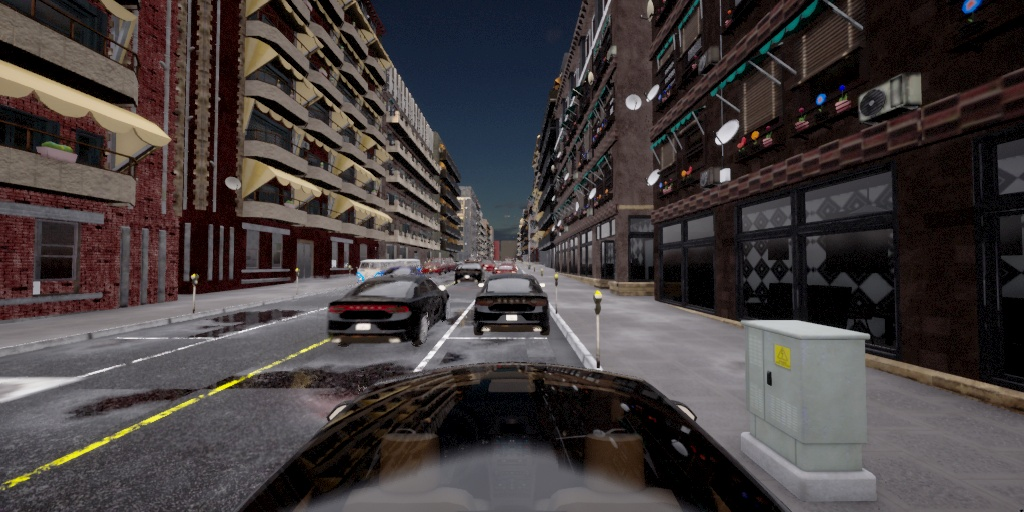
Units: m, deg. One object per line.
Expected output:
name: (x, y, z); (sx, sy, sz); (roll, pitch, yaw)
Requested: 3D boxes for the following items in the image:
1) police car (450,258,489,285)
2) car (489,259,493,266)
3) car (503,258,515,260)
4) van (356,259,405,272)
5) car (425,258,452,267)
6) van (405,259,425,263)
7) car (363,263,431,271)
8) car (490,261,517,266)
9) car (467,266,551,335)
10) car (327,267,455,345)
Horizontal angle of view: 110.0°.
police car: (-3.021, 1.199, 26.766); (1.930, 1.638, 5.238); (0, 0, 0)
car: (-2.924, 1.160, 42.710); (2.097, 1.767, 4.553); (0, 0, 0)
car: (-0.447, 1.240, 39.134); (1.967, 1.591, 4.097); (0, 0, 0)
van: (-8.336, 1.108, 22.602); (1.690, 1.789, 3.998); (0, 0, 0)
car: (-8.337, 1.115, 39.194); (2.192, 1.841, 5.009); (0, 0, 0)
van: (-8.336, 1.118, 28.134); (1.690, 1.789, 3.998); (0, 0, 0)
car: (-5.870, 1.288, 18.954); (1.812, 1.442, 4.674); (0, 0, 0)
car: (-0.453, 1.322, 28.072); (1.888, 1.381, 4.507); (0, 0, 0)
car: (-0.006, 1.232, 10.503); (1.882, 1.535, 5.008); (0, 0, 0)
car: (-2.923, 1.232, 9.513); (1.882, 1.535, 5.008); (0, 0, 0)
